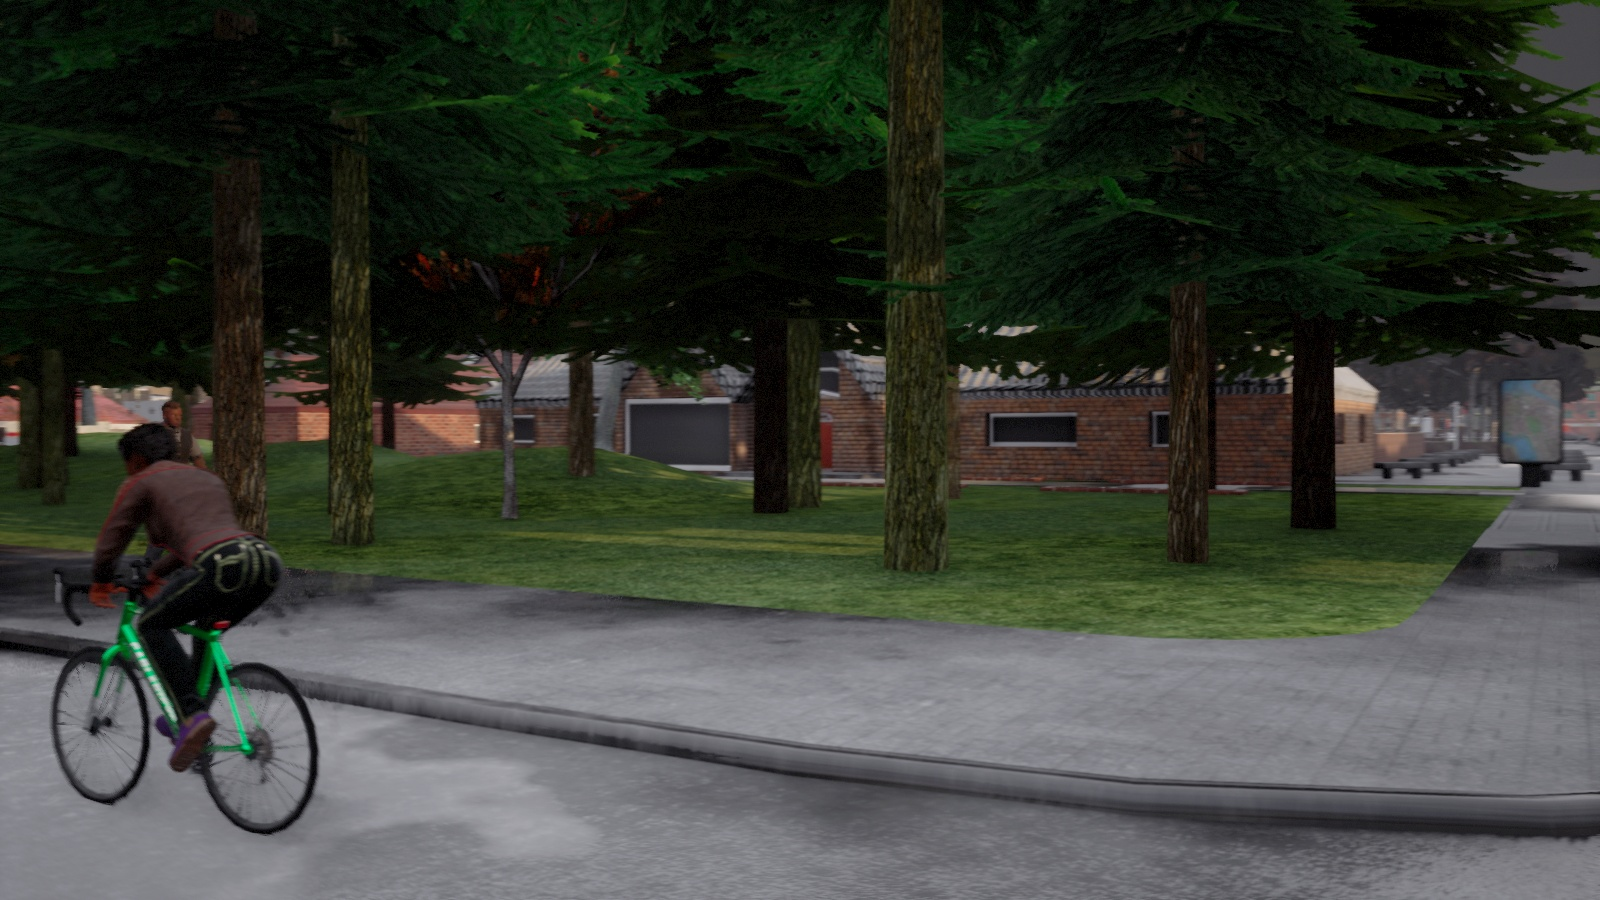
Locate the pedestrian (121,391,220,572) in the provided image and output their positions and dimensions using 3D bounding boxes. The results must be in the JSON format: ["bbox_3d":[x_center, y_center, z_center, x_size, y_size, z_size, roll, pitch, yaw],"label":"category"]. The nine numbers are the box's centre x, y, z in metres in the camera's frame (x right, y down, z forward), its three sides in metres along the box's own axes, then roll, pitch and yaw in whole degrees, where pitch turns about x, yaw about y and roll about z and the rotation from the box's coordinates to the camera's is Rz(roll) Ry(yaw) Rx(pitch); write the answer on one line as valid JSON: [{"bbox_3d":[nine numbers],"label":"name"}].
[{"bbox_3d":[-6.752,0.323,13.476,0.849,1.883,0.563,1,1,30],"label":"pedestrian"}]

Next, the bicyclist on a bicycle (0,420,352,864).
[{"bbox_3d":[-2.690,0.696,5.218,1.656,1.620,0.582,0,0,27],"label":"bicyclist on a bicycle"}]
